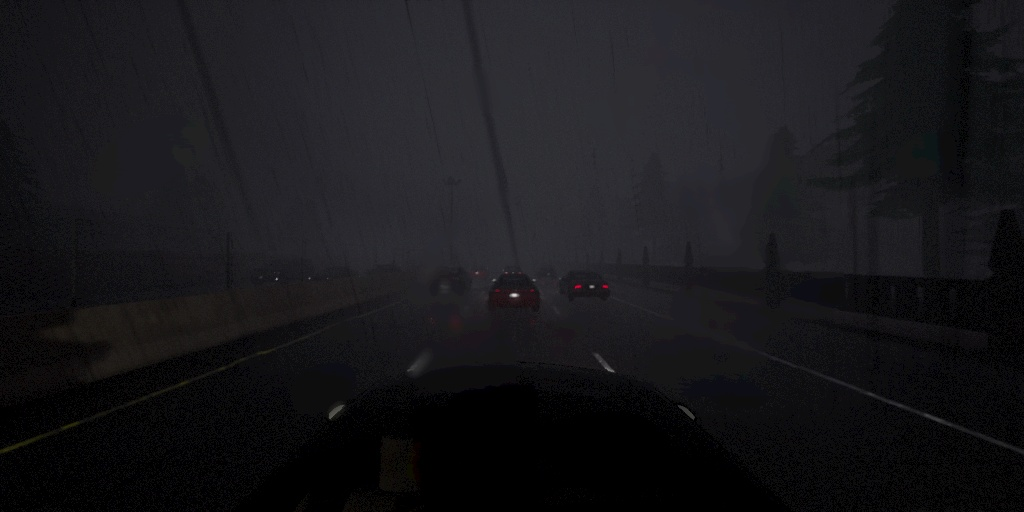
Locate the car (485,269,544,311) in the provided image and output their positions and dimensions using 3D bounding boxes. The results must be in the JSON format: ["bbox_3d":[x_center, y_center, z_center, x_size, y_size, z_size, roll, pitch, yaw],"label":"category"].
[{"bbox_3d":[0.090,1.442,15.210,1.994,1.385,4.181,0,-1,0],"label":"car"}]

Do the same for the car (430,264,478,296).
[{"bbox_3d":[-3.404,1.422,20.670,2.128,1.511,4.902,0,0,0],"label":"car"}]

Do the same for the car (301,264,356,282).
[{"bbox_3d":[-14.104,1.553,28.669,2.033,1.411,5.357,0,-1,0],"label":"car"}]

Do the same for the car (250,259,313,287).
[{"bbox_3d":[-17.604,1.220,27.964,2.150,2.045,5.566,0,-1,0],"label":"car"}]

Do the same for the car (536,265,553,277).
[{"bbox_3d":[3.569,1.616,37.672,1.812,1.442,4.674,0,0,0],"label":"car"}]

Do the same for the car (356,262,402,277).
[{"bbox_3d":[-10.616,1.506,29.655,2.128,1.511,4.902,0,-1,0],"label":"car"}]

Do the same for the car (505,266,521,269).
[{"bbox_3d":[0.096,1.599,33.558,2.033,1.411,5.357,0,-1,0],"label":"car"}]

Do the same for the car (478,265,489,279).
[{"bbox_3d":[-3.423,1.648,36.991,1.994,1.385,4.181,0,-1,-1],"label":"car"}]

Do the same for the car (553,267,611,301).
[{"bbox_3d":[3.597,1.457,18.603,2.033,1.411,5.357,0,-1,0],"label":"car"}]
